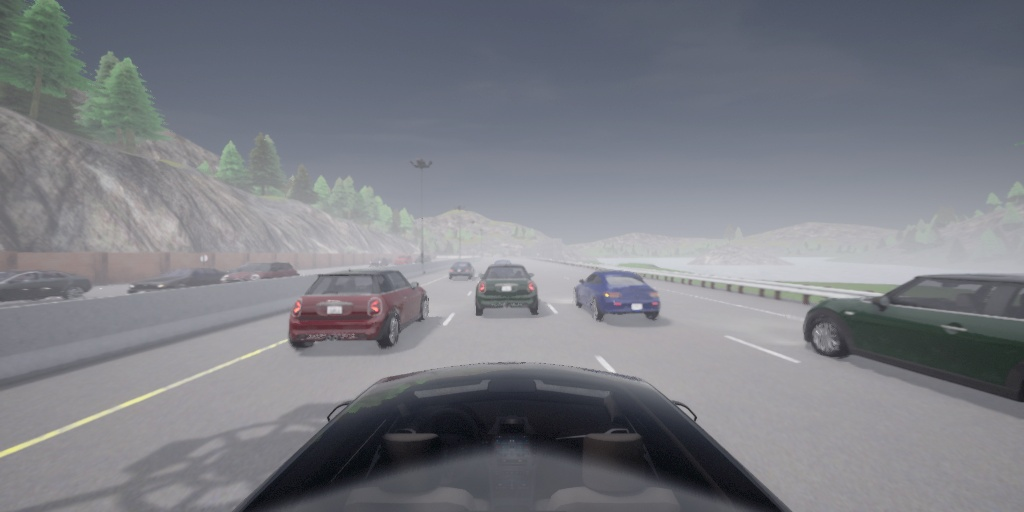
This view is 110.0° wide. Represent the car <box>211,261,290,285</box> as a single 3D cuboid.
[{"bbox_3d":[-14.618,1.135,21.061,2.097,1.767,4.553,-1,0,-2],"label":"car"}]

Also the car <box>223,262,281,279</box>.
[{"bbox_3d":[-25.551,1.356,35.537,2.033,1.411,5.357,-1,0,-2],"label":"car"}]

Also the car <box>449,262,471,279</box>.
[{"bbox_3d":[-4.199,1.187,30.558,2.033,1.411,5.357,-1,0,-2],"label":"car"}]

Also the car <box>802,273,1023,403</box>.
[{"bbox_3d":[6.920,1.020,5.358,2.097,1.767,4.553,-1,0,0],"label":"car"}]

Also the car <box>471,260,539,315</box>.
[{"bbox_3d":[-0.216,1.043,13.535,2.097,1.767,4.553,-1,0,-1],"label":"car"}]

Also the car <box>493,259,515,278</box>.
[{"bbox_3d":[-0.765,1.075,32.751,1.882,1.535,5.008,-1,0,-2],"label":"car"}]

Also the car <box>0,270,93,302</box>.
[{"bbox_3d":[-21.452,1.367,15.480,2.128,1.511,4.902,-1,0,-2],"label":"car"}]

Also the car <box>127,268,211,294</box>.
[{"bbox_3d":[-18.092,1.367,20.181,2.033,1.411,5.357,-1,0,-2],"label":"car"}]

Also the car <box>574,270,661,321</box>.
[{"bbox_3d":[3.330,1.192,11.993,1.812,1.442,4.674,-1,0,-1],"label":"car"}]

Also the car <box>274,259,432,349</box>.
[{"bbox_3d":[-3.619,1.095,9.365,2.097,1.767,4.553,-1,0,-1],"label":"car"}]
